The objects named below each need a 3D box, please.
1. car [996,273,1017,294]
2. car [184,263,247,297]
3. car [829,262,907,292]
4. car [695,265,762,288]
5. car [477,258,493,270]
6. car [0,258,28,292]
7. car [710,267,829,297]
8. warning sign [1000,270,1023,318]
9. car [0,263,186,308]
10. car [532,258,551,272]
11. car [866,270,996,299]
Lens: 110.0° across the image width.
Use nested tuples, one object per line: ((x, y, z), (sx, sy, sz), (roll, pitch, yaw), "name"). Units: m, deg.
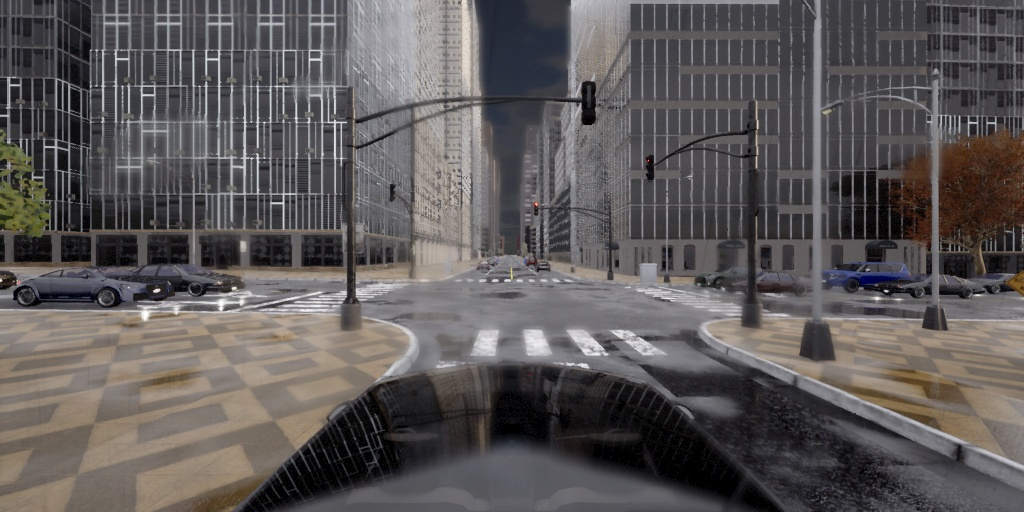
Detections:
((34.567, 1.942, 25.384), (5.357, 1.411, 2.033), (1, 0, -3), "car")
((-15.353, 1.040, 16.397), (5.357, 1.411, 2.033), (1, 0, 0), "car")
((24.339, 1.433, 24.911), (5.566, 2.045, 2.150), (1, 0, -3), "car")
((14.996, 1.396, 24.479), (4.553, 1.767, 2.097), (1, 0, -3), "car")
((-4.030, 1.342, 51.165), (1.802, 1.307, 4.207), (0, 0, 0), "car")
((-25.275, 0.816, 15.905), (4.892, 1.490, 1.837), (1, 0, -3), "car")
((15.128, 1.595, 21.230), (5.357, 1.411, 2.033), (1, 0, -3), "car")
((17.274, 1.204, 11.872), (1.060, 1.860, 1.300), (0, 0, -3), "warning sign")
((-15.079, 1.063, 13.122), (4.181, 1.385, 1.994), (1, 0, -3), "car")
((3.924, 1.329, 45.673), (1.948, 1.339, 4.313), (0, 0, 0), "car")
((25.187, 1.775, 21.699), (5.357, 1.411, 2.033), (1, 0, -3), "car")
